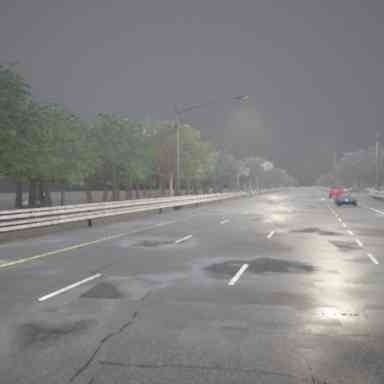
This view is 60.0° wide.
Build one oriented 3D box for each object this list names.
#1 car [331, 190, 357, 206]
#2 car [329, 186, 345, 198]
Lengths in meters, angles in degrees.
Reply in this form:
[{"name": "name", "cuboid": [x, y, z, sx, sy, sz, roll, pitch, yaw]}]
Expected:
[{"name": "car", "cuboid": [16.730, 0.773, 36.385, 1.994, 1.385, 4.181, -1, 1, 20]}, {"name": "car", "cuboid": [25.281, -0.002, 58.044, 2.150, 2.045, 5.566, -1, 1, 27]}]
